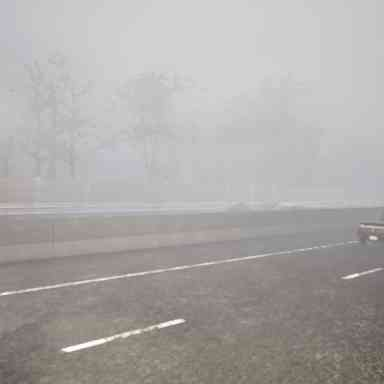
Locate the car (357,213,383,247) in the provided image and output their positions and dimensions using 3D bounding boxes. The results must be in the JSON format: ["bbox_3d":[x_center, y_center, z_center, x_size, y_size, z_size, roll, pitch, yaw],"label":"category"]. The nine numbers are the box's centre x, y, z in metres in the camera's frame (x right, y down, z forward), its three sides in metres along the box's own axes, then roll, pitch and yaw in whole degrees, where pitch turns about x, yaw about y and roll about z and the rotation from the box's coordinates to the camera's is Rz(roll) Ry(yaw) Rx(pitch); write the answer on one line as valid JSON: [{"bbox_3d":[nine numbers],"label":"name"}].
[{"bbox_3d":[9.165,1.637,14.591,4.902,1.511,2.128,1,0,-36],"label":"car"}]

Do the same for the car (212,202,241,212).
[{"bbox_3d":[4.066,1.735,32.696,4.674,1.442,1.812,1,0,-35],"label":"car"}]

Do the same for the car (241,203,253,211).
[{"bbox_3d":[7.146,1.728,30.594,4.892,1.490,1.837,1,0,-35],"label":"car"}]

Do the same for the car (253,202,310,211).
[{"bbox_3d":[7.553,1.680,26.586,5.008,1.535,1.882,1,0,-35],"label":"car"}]
